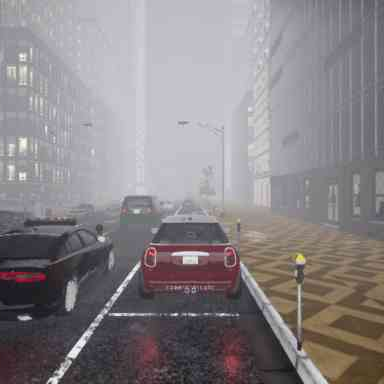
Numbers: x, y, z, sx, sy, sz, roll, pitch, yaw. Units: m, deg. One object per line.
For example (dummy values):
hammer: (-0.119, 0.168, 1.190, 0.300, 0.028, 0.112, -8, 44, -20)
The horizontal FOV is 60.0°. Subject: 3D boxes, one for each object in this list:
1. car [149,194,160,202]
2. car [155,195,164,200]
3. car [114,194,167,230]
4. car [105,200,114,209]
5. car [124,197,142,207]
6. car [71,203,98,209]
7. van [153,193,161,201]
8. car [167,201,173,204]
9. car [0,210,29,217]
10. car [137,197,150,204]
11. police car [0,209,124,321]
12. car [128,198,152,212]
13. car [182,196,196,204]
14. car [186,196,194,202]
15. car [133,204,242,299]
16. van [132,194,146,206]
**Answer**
car: (-8.832, 1.391, 78.413, 1.967, 1.590, 4.097, 0, 0, 0)
car: (-8.832, 1.504, 89.799, 1.947, 1.339, 4.313, 0, 0, 0)
car: (-3.083, 1.215, 21.163, 2.150, 2.045, 5.566, 0, 0, 0)
car: (-8.833, 1.537, 38.569, 2.008, 1.369, 4.403, 0, 0, 0)
car: (-8.832, 1.523, 49.953, 1.887, 1.381, 4.507, 0, 0, 0)
car: (-8.832, 1.575, 27.183, 1.802, 1.307, 4.206, 0, 0, 0)
van: (-8.831, 1.285, 84.106, 1.690, 1.788, 3.998, 0, 0, 0)
car: (-3.083, 1.588, 36.649, 1.895, 1.301, 4.718, 0, 0, 0)
car: (-8.833, 1.563, 15.800, 1.947, 1.339, 4.313, 0, 0, 0)
car: (-8.832, 1.550, 61.338, 1.802, 1.307, 4.206, 0, 0, 0)
police car: (-3.144, 1.424, 7.588, 1.930, 1.638, 5.238, 0, 0, 0)
car: (-6.217, 1.477, 40.467, 2.128, 1.511, 4.902, 0, 0, 0)
car: (-0.452, 1.548, 44.248, 1.947, 1.339, 4.313, 0, 0, 0)
car: (-0.452, 1.533, 78.399, 1.802, 1.307, 4.206, 0, 0, 0)
car: (-0.032, 1.352, 8.619, 2.097, 1.767, 4.553, 0, 0, 0)
van: (-8.832, 1.315, 55.646, 1.690, 1.788, 3.998, 0, 0, 0)
